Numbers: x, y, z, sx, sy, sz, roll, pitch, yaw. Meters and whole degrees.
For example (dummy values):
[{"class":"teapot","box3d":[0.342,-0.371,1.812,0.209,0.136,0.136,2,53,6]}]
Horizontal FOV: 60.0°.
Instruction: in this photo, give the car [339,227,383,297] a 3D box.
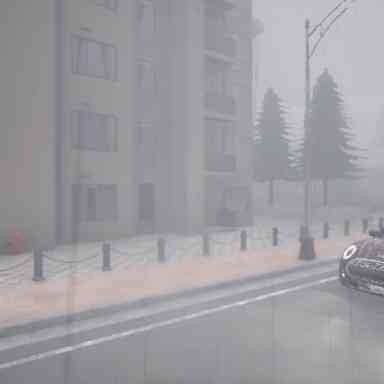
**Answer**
[{"class":"car","box3d":[5.513,1.342,7.869,4.553,1.767,2.097,0,0,-35]}]
